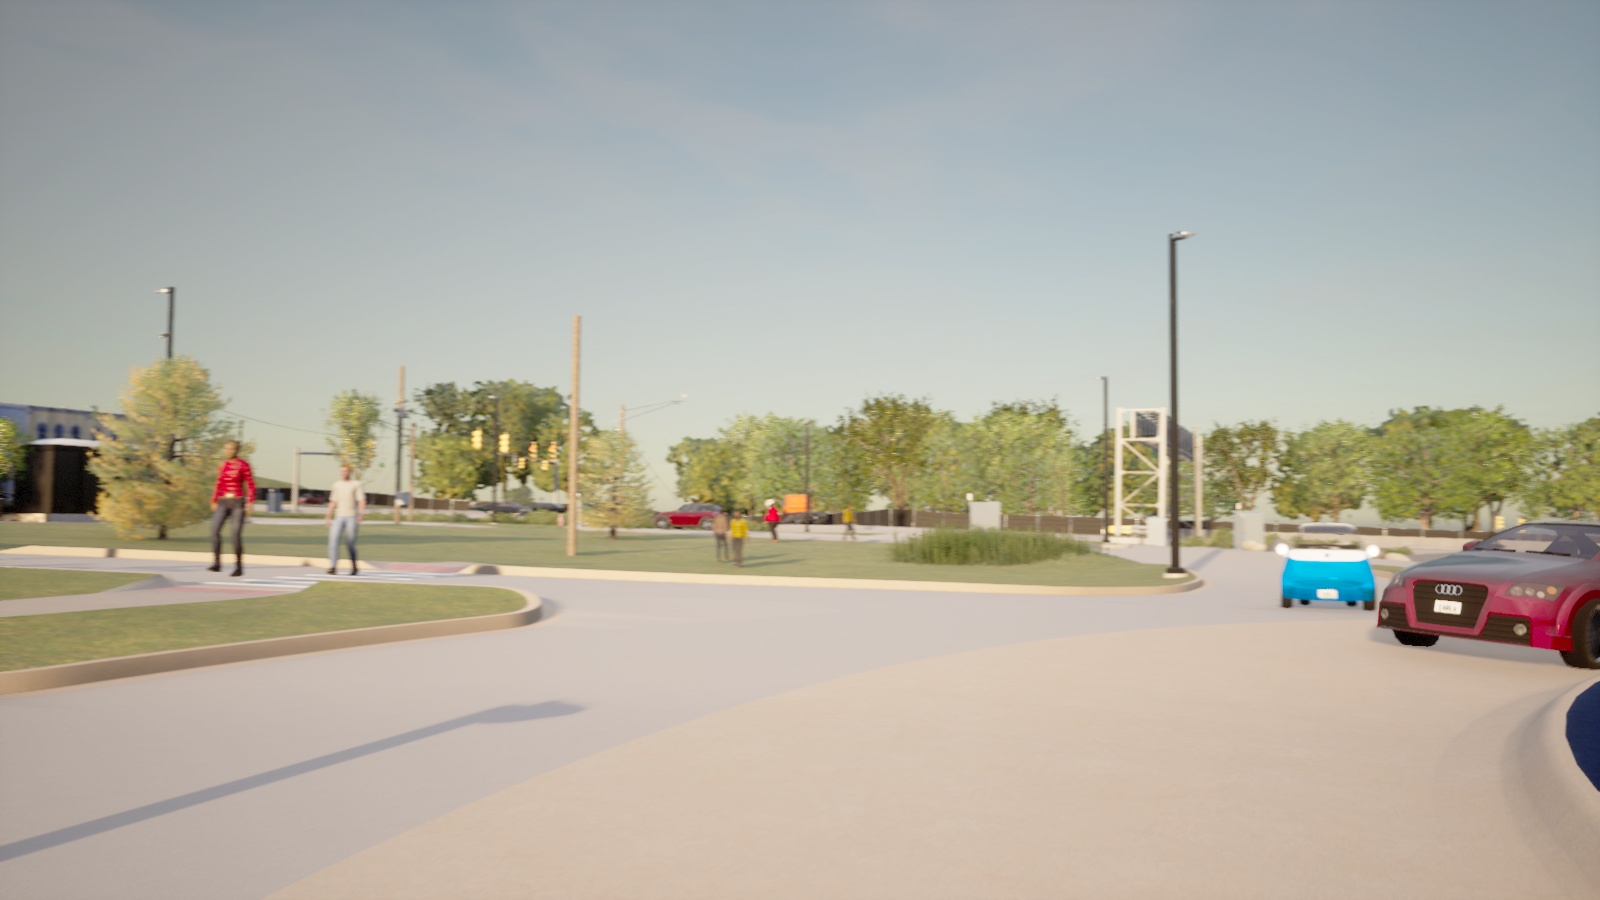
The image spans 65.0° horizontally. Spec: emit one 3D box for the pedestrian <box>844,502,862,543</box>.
[{"bbox_3d":[2.449,3.336,57.657,0.709,1.840,0.431,-2,-4,28],"label":"pedestrian"}]

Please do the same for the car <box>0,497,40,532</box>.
[{"bbox_3d":[-36.206,2.874,55.856,1.789,1.549,3.705,-1,-4,23],"label":"car"}]

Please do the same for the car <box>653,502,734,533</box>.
[{"bbox_3d":[-6.609,4.187,77.948,4.553,1.767,2.097,0,-3,23],"label":"car"}]

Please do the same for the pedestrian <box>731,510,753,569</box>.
[{"bbox_3d":[-1.845,2.852,39.983,0.431,1.840,0.709,-1,-4,20],"label":"pedestrian"}]

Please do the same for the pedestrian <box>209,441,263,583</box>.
[{"bbox_3d":[-7.499,0.830,16.719,0.331,1.846,0.636,0,-4,6],"label":"pedestrian"}]

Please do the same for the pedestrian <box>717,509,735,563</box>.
[{"bbox_3d":[-2.498,2.896,42.455,0.328,1.805,0.869,-1,-4,18],"label":"pedestrian"}]

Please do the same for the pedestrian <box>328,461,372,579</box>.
[{"bbox_3d":[-7.103,1.102,19.843,0.354,1.836,0.706,0,-4,6],"label":"pedestrian"}]

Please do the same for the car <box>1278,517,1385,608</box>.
[{"bbox_3d":[8.588,1.800,20.314,1.481,1.376,2.207,-1,-5,23],"label":"car"}]

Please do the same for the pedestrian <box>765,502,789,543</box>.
[{"bbox_3d":[-1.068,3.319,57.380,0.634,1.844,0.899,4,-5,-45],"label":"pedestrian"}]

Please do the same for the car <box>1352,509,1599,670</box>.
[{"bbox_3d":[8.041,1.376,13.067,4.181,1.385,1.994,3,-2,-27],"label":"car"}]
